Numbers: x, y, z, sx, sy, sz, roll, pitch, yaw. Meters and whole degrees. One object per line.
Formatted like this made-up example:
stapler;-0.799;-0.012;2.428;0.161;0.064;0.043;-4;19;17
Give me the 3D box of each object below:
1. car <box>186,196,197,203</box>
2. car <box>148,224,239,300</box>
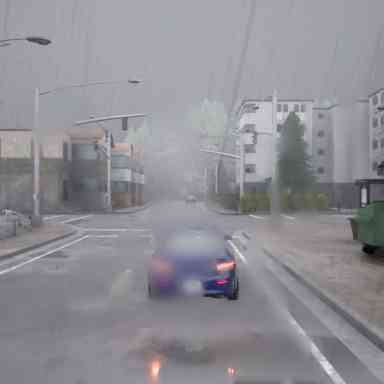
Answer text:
car;-0.141;1.526;66.890;1.812;1.442;4.674;0;0;0
car;0.040;1.526;8.248;1.812;1.442;4.674;0;0;0
